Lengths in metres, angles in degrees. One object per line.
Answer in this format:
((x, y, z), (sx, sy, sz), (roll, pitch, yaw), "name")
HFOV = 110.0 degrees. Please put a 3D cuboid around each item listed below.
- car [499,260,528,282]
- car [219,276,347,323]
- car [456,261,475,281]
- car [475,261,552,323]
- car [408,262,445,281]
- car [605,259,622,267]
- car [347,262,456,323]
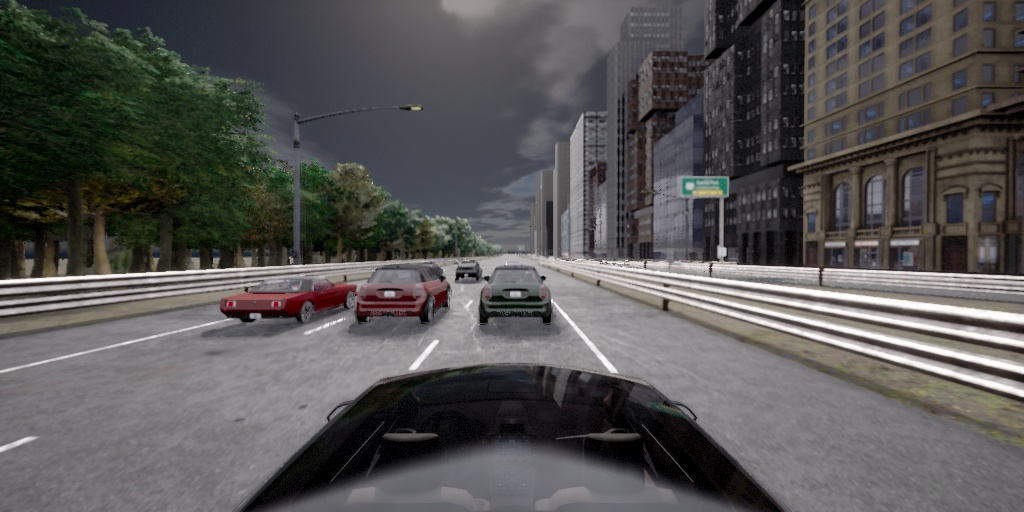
((0.102, 1.153, 28.949), (2.128, 1.511, 4.902), (0, 0, 0), "car")
((-6.905, 1.317, 11.870), (1.895, 1.301, 4.718), (0, 0, 0), "car")
((-3.399, 1.167, 29.028), (1.837, 1.490, 4.892), (0, 0, 0), "car")
((0.099, 1.068, 12.028), (2.097, 1.767, 4.553), (0, 0, 0), "car")
((-6.899, 1.224, 29.439), (1.994, 1.385, 4.181), (0, 0, 0), "car")
((16.053, 1.212, 58.849), (1.837, 1.490, 4.892), (0, 0, -18), "car")
((-3.400, 1.068, 12.092), (2.097, 1.767, 4.553), (0, 0, 0), "car")
